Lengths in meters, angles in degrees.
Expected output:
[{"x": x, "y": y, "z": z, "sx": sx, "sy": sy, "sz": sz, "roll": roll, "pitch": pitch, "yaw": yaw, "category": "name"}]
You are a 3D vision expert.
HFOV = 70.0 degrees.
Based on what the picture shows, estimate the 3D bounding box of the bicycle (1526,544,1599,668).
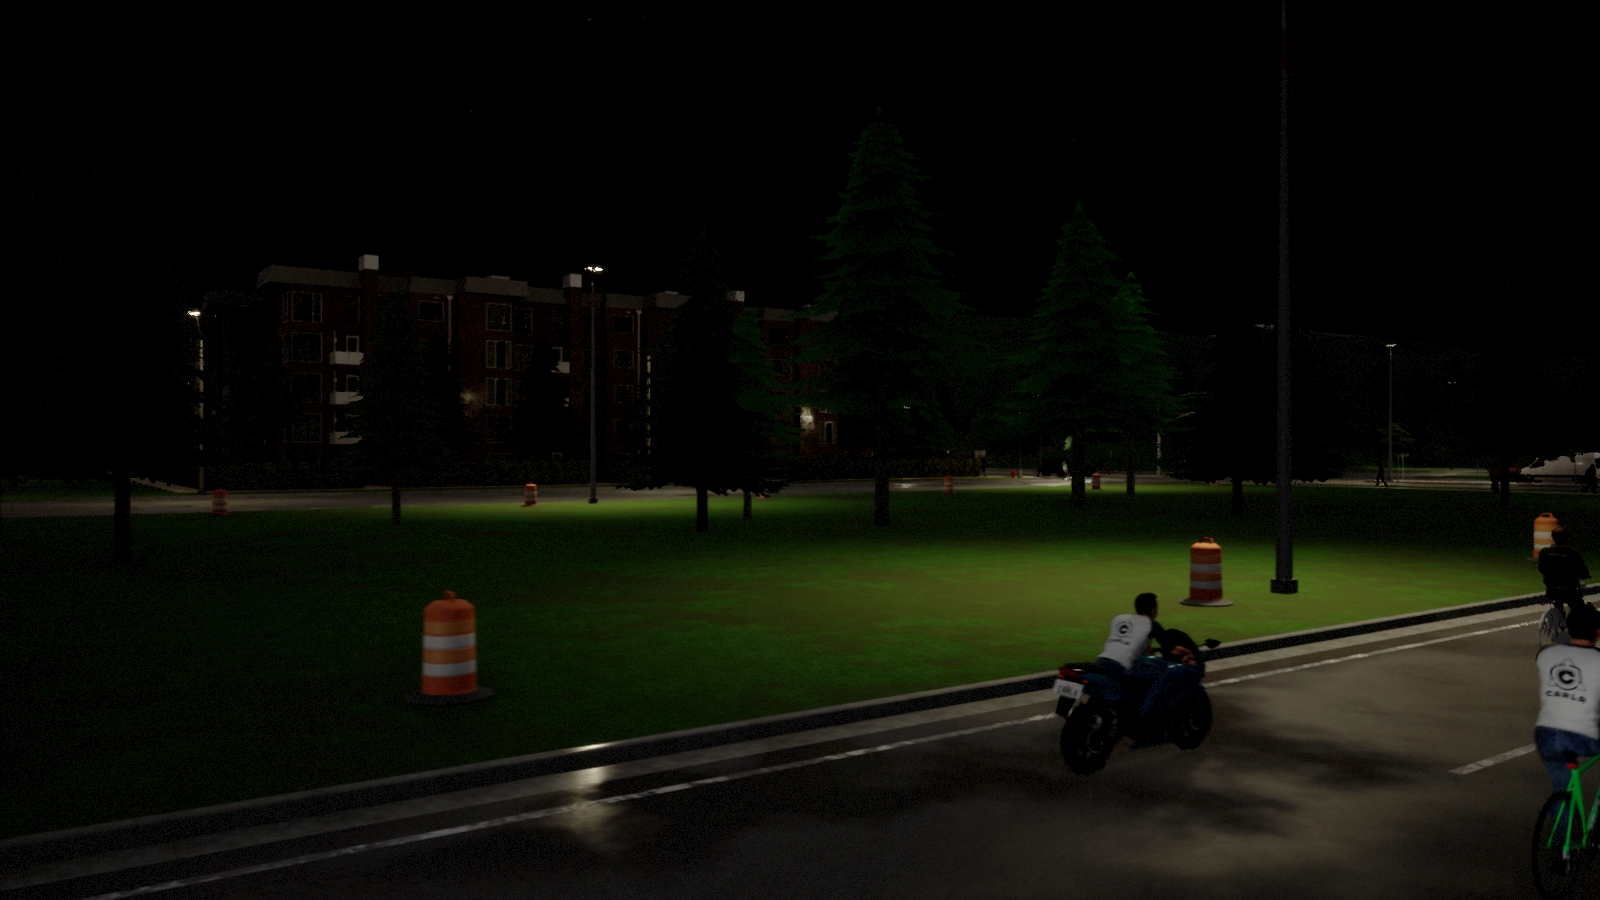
[{"x": 10.297, "y": 2.052, "z": 15.272, "sx": 1.835, "sy": 1.471, "sz": 0.329, "roll": 0, "pitch": 0, "yaw": -35, "category": "bicycle"}]

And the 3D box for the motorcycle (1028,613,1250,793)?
[{"x": 3.048, "y": 2.182, "z": 10.191, "sx": 2.033, "sy": 1.199, "sz": 0.803, "roll": 0, "pitch": 0, "yaw": -35, "category": "motorcycle"}]

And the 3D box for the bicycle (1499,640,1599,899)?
[{"x": 5.083, "y": 2.052, "z": 7.342, "sx": 1.643, "sy": 1.496, "sz": 0.373, "roll": 0, "pitch": 0, "yaw": -35, "category": "bicycle"}]
